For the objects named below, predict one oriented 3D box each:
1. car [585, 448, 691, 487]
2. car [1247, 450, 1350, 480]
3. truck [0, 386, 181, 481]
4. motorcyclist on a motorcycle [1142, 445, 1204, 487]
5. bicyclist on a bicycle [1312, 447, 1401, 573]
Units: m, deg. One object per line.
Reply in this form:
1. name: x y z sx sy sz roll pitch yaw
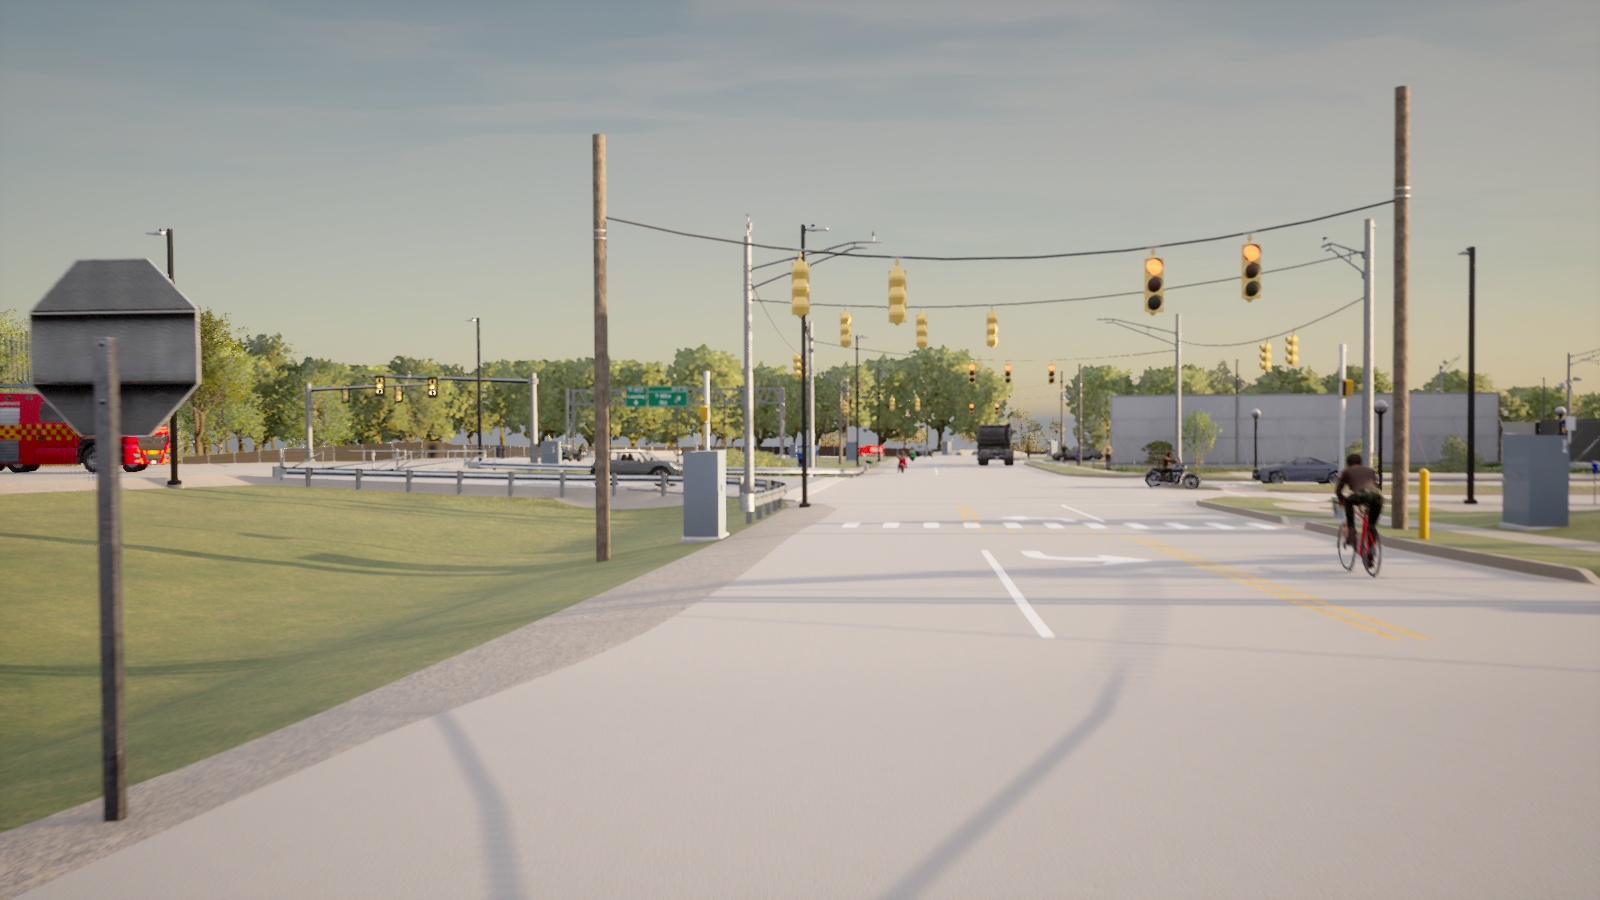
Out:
1. car: -6.522 0.699 50.767 3.806 1.475 1.970 -1 0 10
2. car: 23.753 0.701 59.985 4.181 1.385 1.994 0 0 6
3. truck: -31.168 -0.659 53.330 8.468 3.827 2.891 -1 0 6
4. motorcyclist on a motorcycle: 16.016 0.671 53.951 2.350 1.649 0.766 3 2 34
5. bicyclist on a bicycle: 7.538 0.785 17.079 0.582 1.620 1.656 -1 -1 5
